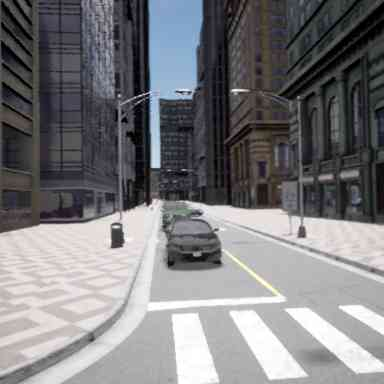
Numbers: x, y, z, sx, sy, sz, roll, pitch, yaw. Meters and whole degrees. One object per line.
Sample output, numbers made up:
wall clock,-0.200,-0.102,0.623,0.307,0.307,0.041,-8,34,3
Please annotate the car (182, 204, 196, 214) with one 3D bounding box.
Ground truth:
car,-0.575,2.682,53.609,1.812,1.442,4.674,-1,-1,-5

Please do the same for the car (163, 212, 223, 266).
car,-0.059,1.787,13.091,1.882,1.535,5.008,-1,-1,-5

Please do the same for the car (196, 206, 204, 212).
car,0.374,2.539,43.601,1.895,1.301,4.718,-1,-1,-5

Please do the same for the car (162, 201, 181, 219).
car,-2.593,2.183,41.890,2.150,2.045,5.566,-1,-1,-5

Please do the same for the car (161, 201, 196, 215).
car,-1.255,1.841,26.378,2.150,2.045,5.566,-1,-1,-5
